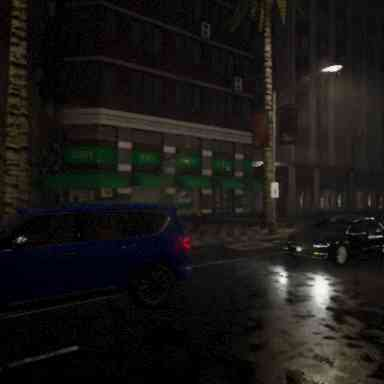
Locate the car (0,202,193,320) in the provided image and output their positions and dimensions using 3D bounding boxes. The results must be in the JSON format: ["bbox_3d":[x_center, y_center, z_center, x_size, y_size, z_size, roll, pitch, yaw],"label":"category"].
[{"bbox_3d":[-2.583,1.238,6.434,5.566,2.045,2.150,1,-1,-35],"label":"car"}]

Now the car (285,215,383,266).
[{"bbox_3d":[5.430,1.618,12.069,4.892,1.490,1.837,1,0,-35],"label":"car"}]
